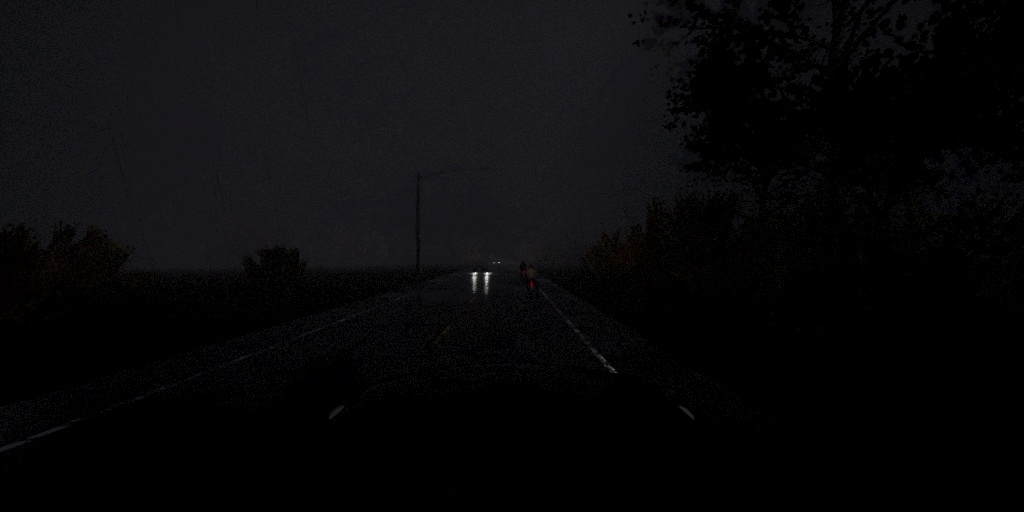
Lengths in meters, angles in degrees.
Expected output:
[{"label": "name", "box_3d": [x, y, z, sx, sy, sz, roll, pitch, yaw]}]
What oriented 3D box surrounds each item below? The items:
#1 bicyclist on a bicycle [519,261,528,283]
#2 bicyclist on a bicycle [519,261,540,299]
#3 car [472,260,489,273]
[{"label": "bicyclist on a bicycle", "box_3d": [0.849, 1.208, 27.178, 0.582, 1.620, 1.656, 0, 0, 0]}, {"label": "bicyclist on a bicycle", "box_3d": [0.908, 1.190, 17.061, 0.866, 1.612, 1.509, 0, 0, 0]}, {"label": "car", "box_3d": [-3.876, 1.289, 45.100, 1.812, 1.442, 4.674, 0, 0, -1]}]
